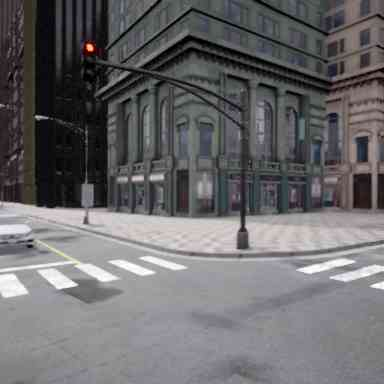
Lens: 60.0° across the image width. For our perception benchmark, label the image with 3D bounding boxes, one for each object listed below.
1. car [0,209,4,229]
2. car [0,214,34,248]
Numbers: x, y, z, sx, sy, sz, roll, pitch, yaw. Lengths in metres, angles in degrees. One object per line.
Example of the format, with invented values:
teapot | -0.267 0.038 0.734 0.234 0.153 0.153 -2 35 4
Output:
car | -15.615 1.991 25.177 1.895 1.301 4.718 0 -1 -35
car | -8.622 1.752 15.295 1.812 1.442 4.674 0 -1 -37
